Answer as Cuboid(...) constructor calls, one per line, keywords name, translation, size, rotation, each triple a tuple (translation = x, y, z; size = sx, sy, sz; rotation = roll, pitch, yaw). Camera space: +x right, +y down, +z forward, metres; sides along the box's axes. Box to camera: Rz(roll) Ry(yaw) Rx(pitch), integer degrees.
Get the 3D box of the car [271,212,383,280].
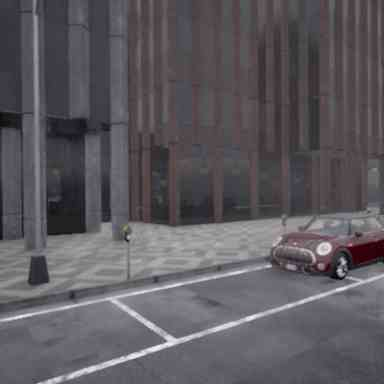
Cuboid(name="car", translation=(4.147, 1.369, 9.615), size=(4.097, 1.590, 1.967), rotation=(-1, 0, -36))
